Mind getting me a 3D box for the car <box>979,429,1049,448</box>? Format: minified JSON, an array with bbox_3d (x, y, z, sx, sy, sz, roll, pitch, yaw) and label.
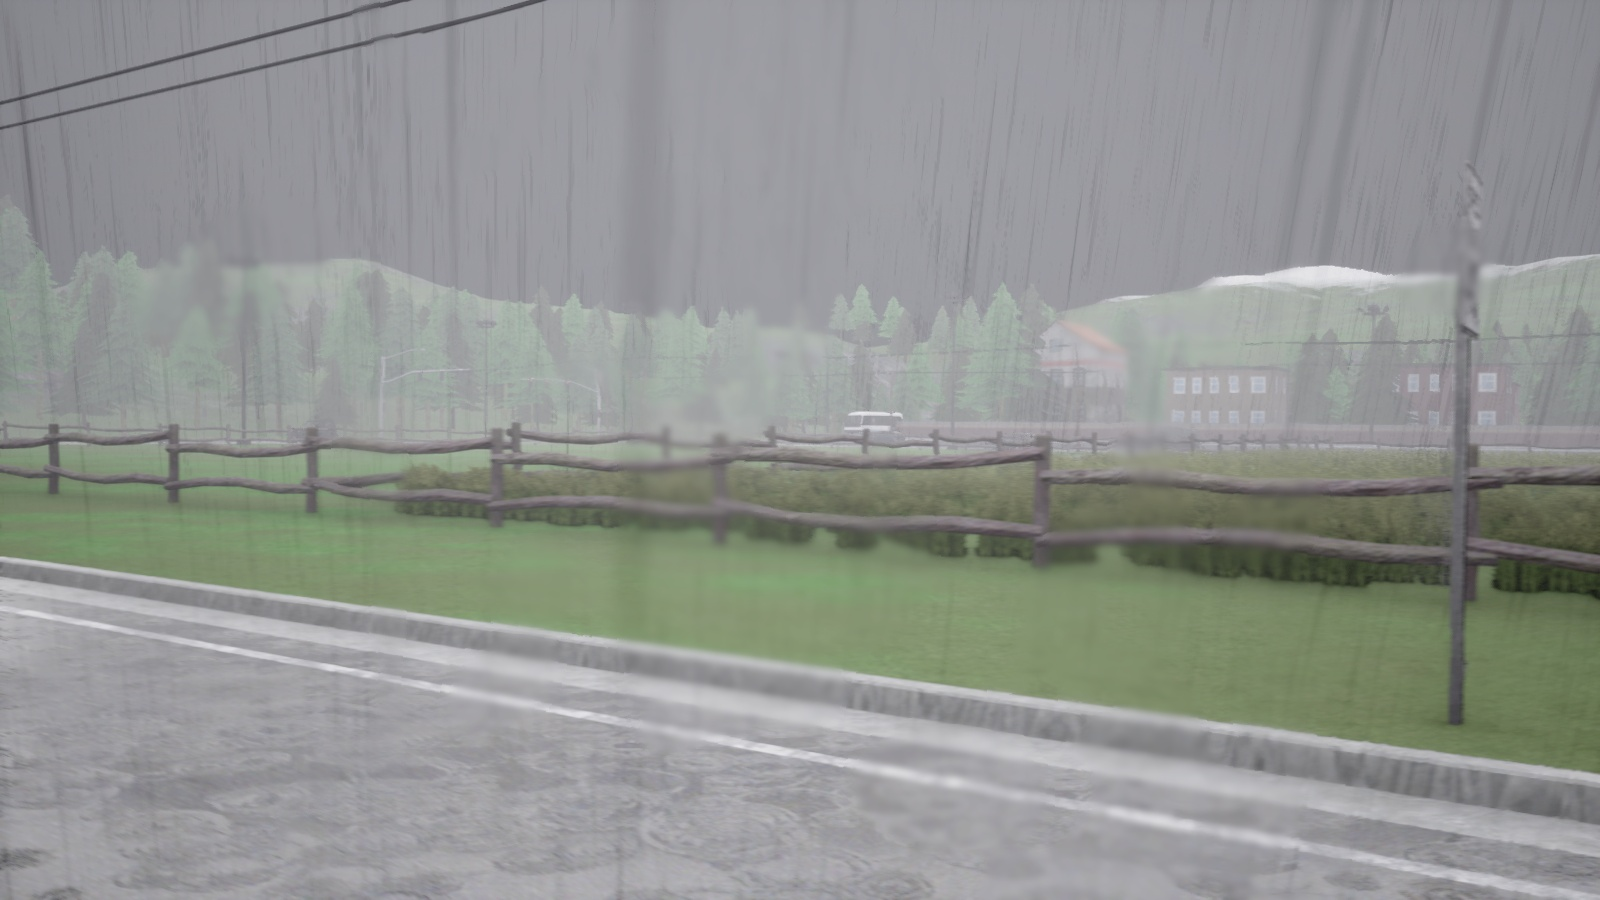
[{"bbox_3d":[16.389,-0.884,96.318,4.792,1.488,2.163,0,1,34],"label":"car"}]
